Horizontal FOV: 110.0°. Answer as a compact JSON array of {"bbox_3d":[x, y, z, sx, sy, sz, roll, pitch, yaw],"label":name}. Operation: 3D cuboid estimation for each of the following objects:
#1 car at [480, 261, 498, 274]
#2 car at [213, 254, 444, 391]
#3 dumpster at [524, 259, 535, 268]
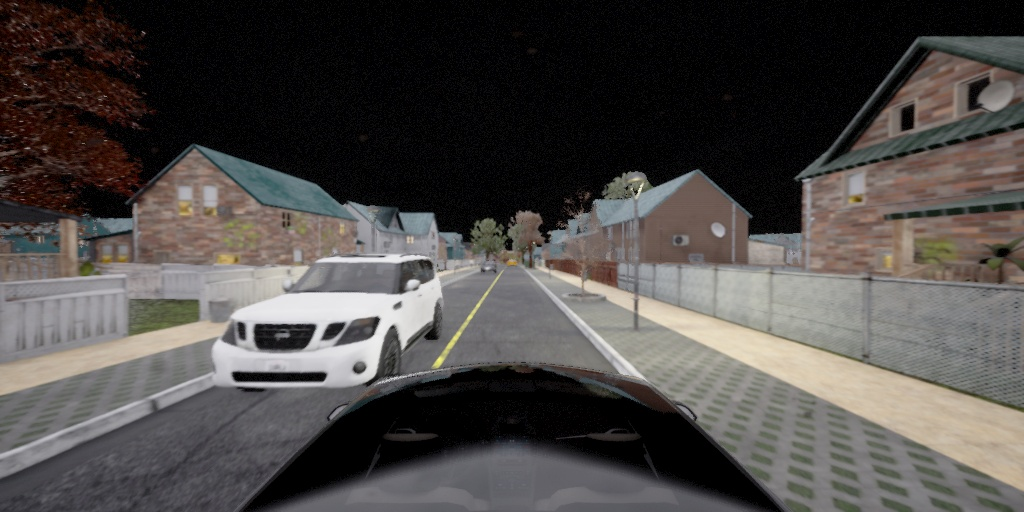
[{"bbox_3d":[-2.793,1.333,43.605,2.128,1.511,4.902,0,0,0],"label":"car"},{"bbox_3d":[-2.827,0.969,7.108,2.150,2.045,5.566,0,0,0],"label":"car"},{"bbox_3d":[3.059,1.363,62.094,1.020,1.700,1.940,0,0,0],"label":"dumpster"}]
